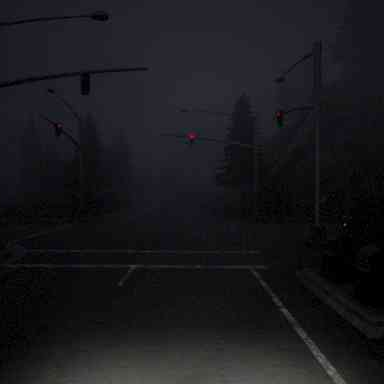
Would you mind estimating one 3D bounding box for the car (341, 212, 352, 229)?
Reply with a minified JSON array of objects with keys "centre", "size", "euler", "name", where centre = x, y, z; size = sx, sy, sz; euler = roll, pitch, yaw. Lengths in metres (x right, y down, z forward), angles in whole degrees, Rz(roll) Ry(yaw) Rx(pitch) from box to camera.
[{"centre":[10.661,1.505,17.972],"size":[4.892,1.490,1.837],"euler":[0,0,-1],"name":"car"}]
